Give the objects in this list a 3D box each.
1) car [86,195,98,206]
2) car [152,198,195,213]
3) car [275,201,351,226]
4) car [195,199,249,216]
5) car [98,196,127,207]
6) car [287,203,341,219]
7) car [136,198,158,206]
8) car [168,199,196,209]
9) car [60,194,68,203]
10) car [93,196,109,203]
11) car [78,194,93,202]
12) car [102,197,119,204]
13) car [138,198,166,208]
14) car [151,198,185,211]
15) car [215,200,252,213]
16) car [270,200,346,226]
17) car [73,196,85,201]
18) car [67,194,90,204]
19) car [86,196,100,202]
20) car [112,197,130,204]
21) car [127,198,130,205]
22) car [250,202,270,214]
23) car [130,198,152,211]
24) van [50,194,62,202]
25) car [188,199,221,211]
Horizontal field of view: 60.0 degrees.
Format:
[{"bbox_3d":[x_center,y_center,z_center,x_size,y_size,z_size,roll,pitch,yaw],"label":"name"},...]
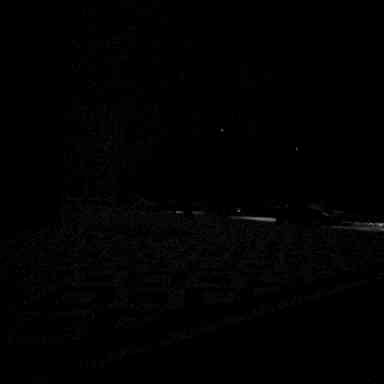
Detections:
[{"bbox_3d":[-14.803,1.524,52.796,1.802,1.307,4.206,2,-1,-36],"label":"car"},{"bbox_3d":[-2.028,1.476,34.944,1.887,1.381,4.507,2,-1,-36],"label":"car"},{"bbox_3d":[8.744,1.469,24.467,1.882,1.535,5.008,2,-1,-36],"label":"car"},{"bbox_3d":[2.909,1.489,32.625,2.128,1.511,4.902,2,-1,-36],"label":"car"},{"bbox_3d":[-11.606,1.381,48.335,1.967,1.590,4.097,2,-1,-36],"label":"car"},{"bbox_3d":[11.291,1.712,30.976,1.947,1.339,4.313,2,-1,-36],"label":"car"},{"bbox_3d":[-7.866,1.714,57.749,2.008,1.369,4.403,2,-1,-36],"label":"car"},{"bbox_3d":[-1.480,1.710,48.824,2.008,1.369,4.403,2,-1,-36],"label":"car"},{"bbox_3d":[-24.380,1.382,66.187,1.967,1.590,4.097,2,-1,-36],"label":"car"},{"bbox_3d":[-20.736,1.688,75.736,1.752,1.417,4.829,2,-1,-36],"label":"car"},{"bbox_3d":[-27.019,1.478,84.525,2.192,1.841,5.009,2,-1,-36],"label":"car"},{"bbox_3d":[-17.445,1.729,71.135,1.947,1.339,4.313,2,-1,-36],"label":"car"},{"bbox_3d":[-6.160,1.639,50.706,2.033,1.411,5.357,2,-1,-35],"label":"car"},{"bbox_3d":[-3.076,1.509,41.002,1.837,1.490,4.892,2,-1,-36],"label":"car"},{"bbox_3d":[4.905,1.719,39.900,1.947,1.339,4.313,2,-1,-36],"label":"car"},{"bbox_3d":[7.537,1.362,21.584,1.967,1.590,4.097,2,-1,-37],"label":"car"},{"bbox_3d":[-30.315,1.688,89.122,1.752,1.417,4.829,2,-1,-36],"label":"car"},{"bbox_3d":[-21.089,1.468,61.584,1.752,1.417,4.829,2,-1,-36],"label":"car"},{"bbox_3d":[-23.831,1.745,80.059,1.802,1.307,4.206,2,-1,-36],"label":"car"},{"bbox_3d":[-14.253,1.729,66.673,1.947,1.339,4.313,2,-1,-36],"label":"car"},{"bbox_3d":[-12.221,1.639,59.089,2.033,1.411,5.357,2,-1,-36],"label":"car"},{"bbox_3d":[8.098,1.731,35.438,1.802,1.307,4.206,2,-1,-36],"label":"car"},{"bbox_3d":[-5.122,1.460,39.269,1.752,1.417,4.829,2,-1,-36],"label":"car"},{"bbox_3d":[-30.765,1.283,75.113,1.690,1.788,3.998,2,-1,-36],"label":"van"},{"bbox_3d":[1.614,1.682,44.501,1.752,1.417,4.829,2,-1,-36],"label":"car"}]
